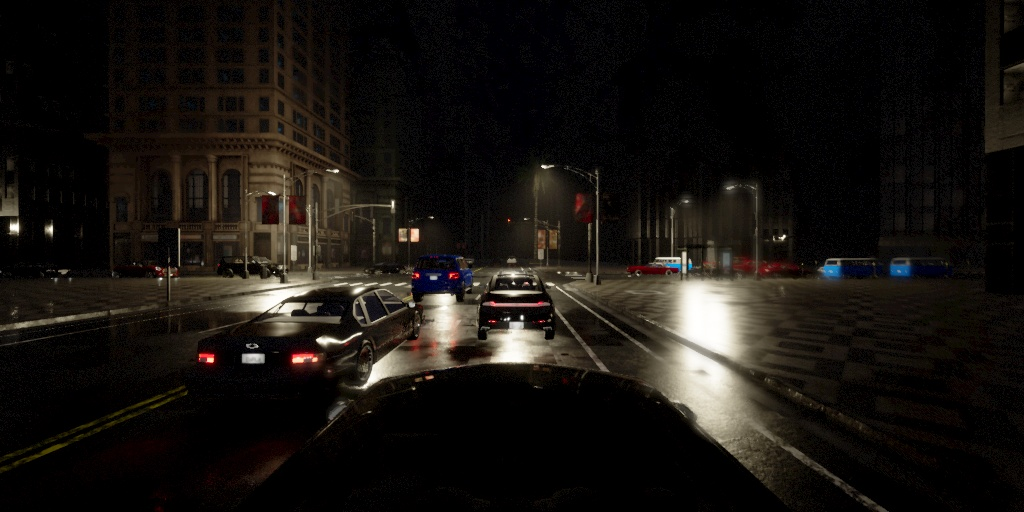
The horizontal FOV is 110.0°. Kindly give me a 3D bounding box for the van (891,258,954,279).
[{"bbox_3d":[34.088,1.079,29.830,3.998,1.789,1.690,0,0,0],"label":"van"}]

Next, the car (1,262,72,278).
[{"bbox_3d":[-43.161,1.290,32.590,4.902,1.511,2.128,0,0,0],"label":"car"}]

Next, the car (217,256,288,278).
[{"bbox_3d":[-23.459,0.996,32.492,5.566,2.045,2.150,0,0,0],"label":"car"}]

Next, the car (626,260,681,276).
[{"bbox_3d":[13.877,1.334,35.673,4.718,1.301,1.895,0,0,2],"label":"car"}]

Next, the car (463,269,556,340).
[{"bbox_3d":[0.088,1.240,9.956,2.128,1.511,4.902,0,0,0],"label":"car"}]

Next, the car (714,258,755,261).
[{"bbox_3d":[23.319,1.204,35.679,5.008,1.535,1.882,0,0,0],"label":"car"}]

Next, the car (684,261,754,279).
[{"bbox_3d":[17.056,1.298,29.815,4.403,1.370,2.007,0,0,0],"label":"car"}]

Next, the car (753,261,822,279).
[{"bbox_3d":[22.734,1.326,29.819,4.207,1.307,1.802,0,0,0],"label":"car"}]

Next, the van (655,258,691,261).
[{"bbox_3d":[17.047,1.064,38.340,3.998,1.789,1.690,0,0,0],"label":"van"}]

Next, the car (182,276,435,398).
[{"bbox_3d":[-3.150,1.297,6.886,2.033,1.411,5.357,0,0,0],"label":"car"}]

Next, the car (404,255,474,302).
[{"bbox_3d":[-3.159,0.972,17.127,2.150,2.045,5.566,0,0,0],"label":"car"}]

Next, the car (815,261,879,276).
[{"bbox_3d":[33.261,1.247,35.683,4.674,1.442,1.812,0,0,1],"label":"car"}]

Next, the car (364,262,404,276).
[{"bbox_3d":[-13.258,1.315,37.655,1.994,1.385,4.181,0,0,43],"label":"car"}]

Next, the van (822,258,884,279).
[{"bbox_3d":[28.411,1.081,29.825,3.998,1.789,1.690,0,0,0],"label":"van"}]

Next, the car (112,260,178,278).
[{"bbox_3d":[-33.178,1.138,32.541,4.553,1.767,2.097,0,0,0],"label":"car"}]
